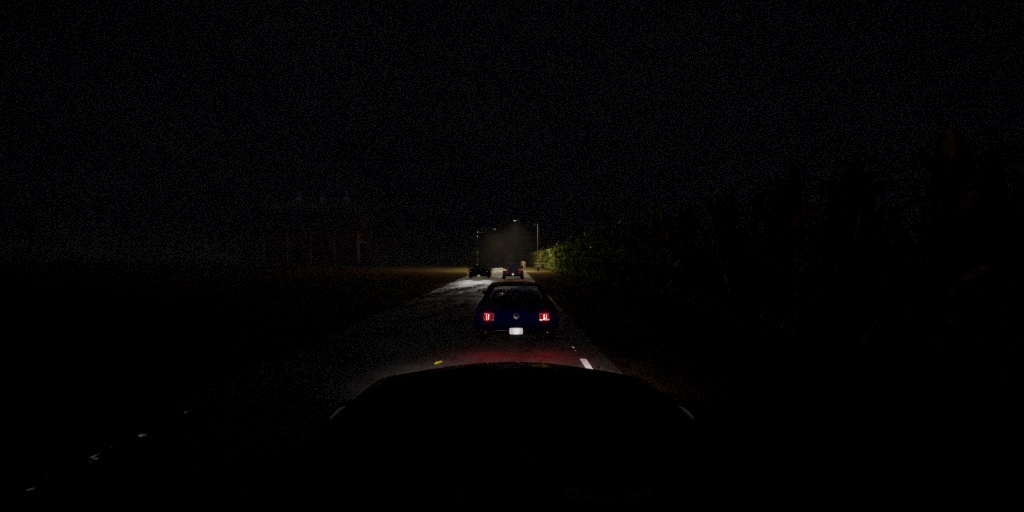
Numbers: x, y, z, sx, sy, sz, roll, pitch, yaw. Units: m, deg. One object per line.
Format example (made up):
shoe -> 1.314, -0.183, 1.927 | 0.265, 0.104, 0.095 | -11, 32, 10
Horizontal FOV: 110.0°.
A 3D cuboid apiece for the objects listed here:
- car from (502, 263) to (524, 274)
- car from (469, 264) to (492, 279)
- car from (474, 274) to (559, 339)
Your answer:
car -> 0.095, 1.330, 32.600 | 1.812, 1.442, 4.674 | 0, 0, 0
car -> -2.853, 1.408, 33.113 | 1.895, 1.301, 4.718 | 0, 0, 0
car -> 0.097, 1.355, 10.037 | 1.895, 1.301, 4.718 | 0, 0, 0
